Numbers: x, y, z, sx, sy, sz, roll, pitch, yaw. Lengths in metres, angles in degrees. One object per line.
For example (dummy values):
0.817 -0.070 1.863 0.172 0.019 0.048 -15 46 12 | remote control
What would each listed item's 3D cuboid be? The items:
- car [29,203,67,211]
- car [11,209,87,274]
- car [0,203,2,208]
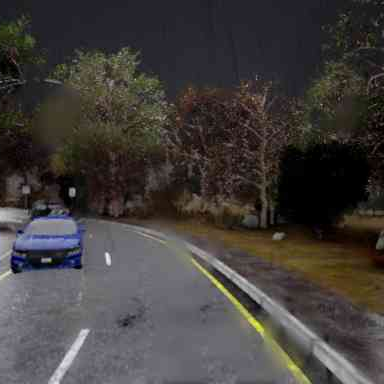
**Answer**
-12.458 1.652 28.929 2.033 1.411 5.357 1 0 -45 | car
-4.629 1.552 11.199 1.882 1.535 5.008 1 -1 -18 | car
-23.688 1.409 37.437 4.718 1.301 1.895 2 0 28 | car
